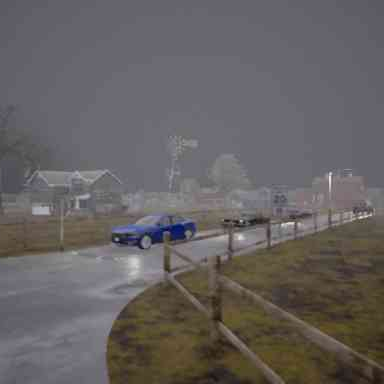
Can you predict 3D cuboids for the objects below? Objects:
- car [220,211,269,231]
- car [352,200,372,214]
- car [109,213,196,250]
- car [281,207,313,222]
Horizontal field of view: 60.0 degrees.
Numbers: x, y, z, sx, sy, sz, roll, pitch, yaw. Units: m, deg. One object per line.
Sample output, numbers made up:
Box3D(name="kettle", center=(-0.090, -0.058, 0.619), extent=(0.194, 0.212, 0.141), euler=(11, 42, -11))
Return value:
Box3D(name="car", center=(3.948, 2.076, 24.523), extent=(1.895, 1.301, 4.718), euler=(-1, -1, 35))
Box3D(name="car", center=(25.207, 2.226, 49.288), extent=(2.150, 2.045, 5.566), euler=(-1, -1, 35))
Box3D(name="car", center=(-1.794, 1.825, 16.510), extent=(1.882, 1.535, 5.008), euler=(-1, -1, 37))
Box3D(name="car", center=(10.800, 2.197, 34.116), extent=(2.033, 1.411, 5.357), euler=(-1, -1, 36))
